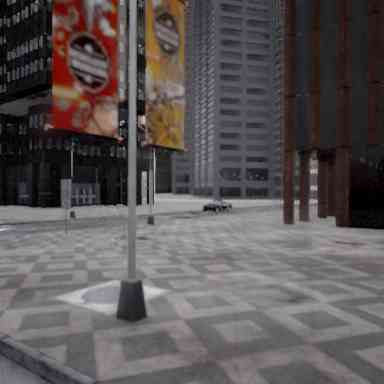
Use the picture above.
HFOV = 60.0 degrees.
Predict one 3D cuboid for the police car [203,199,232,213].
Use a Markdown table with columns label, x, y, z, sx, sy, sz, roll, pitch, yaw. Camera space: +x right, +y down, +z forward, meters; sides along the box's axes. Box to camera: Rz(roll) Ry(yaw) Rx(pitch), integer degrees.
| label | x | y | z | sx | sy | sz | roll | pitch | yaw |
| --- | --- | --- | --- | --- | --- | --- | --- | --- | --- |
| police car | 3.250 | 1.781 | 43.002 | 1.930 | 1.638 | 5.238 | 0 | 0 | 36 |
